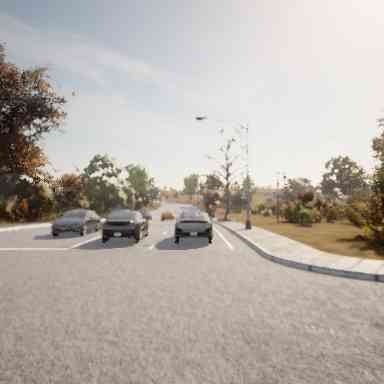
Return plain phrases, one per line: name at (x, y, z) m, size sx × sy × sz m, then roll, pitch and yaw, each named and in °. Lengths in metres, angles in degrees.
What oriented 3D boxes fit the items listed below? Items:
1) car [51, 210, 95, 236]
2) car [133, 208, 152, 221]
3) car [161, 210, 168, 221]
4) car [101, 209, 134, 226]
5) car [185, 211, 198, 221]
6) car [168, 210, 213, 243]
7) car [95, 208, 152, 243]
car at (-7.113, 1.886, 20.845) m, size 1.837 × 1.490 × 4.892 m, roll 0°, pitch -2°, yaw 0°
car at (-7.107, 3.256, 48.227) m, size 2.097 × 1.767 × 4.553 m, roll 0°, pitch -3°, yaw 0°
car at (-3.553, 3.476, 49.751) m, size 1.882 × 1.535 × 5.008 m, roll 0°, pitch -4°, yaw 0°
car at (-7.114, 2.433, 32.416) m, size 2.128 × 1.511 × 4.902 m, roll 0°, pitch -3°, yaw 0°
car at (-0.054, 3.549, 50.168) m, size 1.812 × 1.442 × 4.674 m, roll 0°, pitch -4°, yaw 0°
car at (0.081, 1.761, 17.585) m, size 2.128 × 1.511 × 4.902 m, roll 0°, pitch -2°, yaw 0°
car at (-3.418, 1.777, 17.700) m, size 1.837 × 1.490 × 4.892 m, roll 0°, pitch -2°, yaw 0°
